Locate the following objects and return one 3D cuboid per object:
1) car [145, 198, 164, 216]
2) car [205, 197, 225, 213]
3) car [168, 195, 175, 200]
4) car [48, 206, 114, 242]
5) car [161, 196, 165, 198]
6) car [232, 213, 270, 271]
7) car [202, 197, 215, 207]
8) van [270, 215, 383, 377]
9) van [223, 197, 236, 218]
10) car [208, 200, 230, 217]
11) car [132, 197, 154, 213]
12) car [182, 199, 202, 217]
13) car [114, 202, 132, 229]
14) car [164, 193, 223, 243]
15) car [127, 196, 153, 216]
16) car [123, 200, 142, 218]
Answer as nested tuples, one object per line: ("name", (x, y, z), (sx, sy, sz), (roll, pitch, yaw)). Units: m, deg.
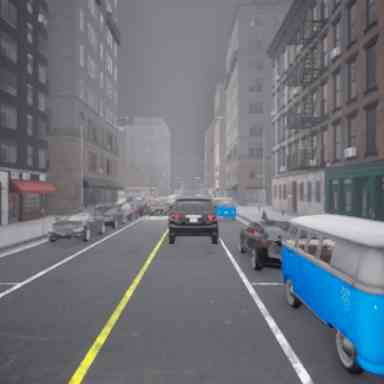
("car", (-2.927, 1.555, 31.584), (1.994, 1.385, 4.181), (0, 0, 0))
("car", (2.542, 1.431, 37.804), (1.967, 1.590, 4.097), (0, 0, 0))
("car", (-5.623, 1.508, 91.506), (1.752, 1.417, 4.829), (0, 0, 0))
("car", (-5.426, 1.546, 16.146), (2.008, 1.369, 4.403), (0, 0, 0))
("car", (-5.553, 1.536, 64.830), (2.008, 1.369, 4.403), (0, 0, 0))
("car", (2.613, 1.565, 10.758), (1.947, 1.339, 4.313), (0, 0, 0))
("car", (2.616, 1.495, 52.727), (1.837, 1.490, 4.892), (0, 0, 0))
("van", (2.627, 1.341, 5.348), (1.690, 1.788, 3.998), (0, 0, 0))
("van", (2.571, 1.335, 26.985), (1.690, 1.788, 3.998), (0, 0, 0))
("car", (2.556, 1.518, 32.565), (1.752, 1.417, 4.829), (0, 0, 0))
("car", (-5.483, 1.430, 37.784), (1.967, 1.590, 4.097), (0, 0, 0))
("car", (0.014, 1.496, 32.784), (1.837, 1.490, 4.892), (0, 0, 0))
("car", (-5.440, 1.560, 21.555), (1.947, 1.339, 4.313), (0, 0, 0))
("car", (0.059, 1.220, 16.096), (2.150, 2.045, 5.566), (0, 0, 0))
("car", (-5.468, 1.306, 32.374), (2.192, 1.841, 5.009), (0, 0, 0))
("car", (-5.455, 1.574, 26.965), (1.802, 1.307, 4.206), (0, 0, 0))
